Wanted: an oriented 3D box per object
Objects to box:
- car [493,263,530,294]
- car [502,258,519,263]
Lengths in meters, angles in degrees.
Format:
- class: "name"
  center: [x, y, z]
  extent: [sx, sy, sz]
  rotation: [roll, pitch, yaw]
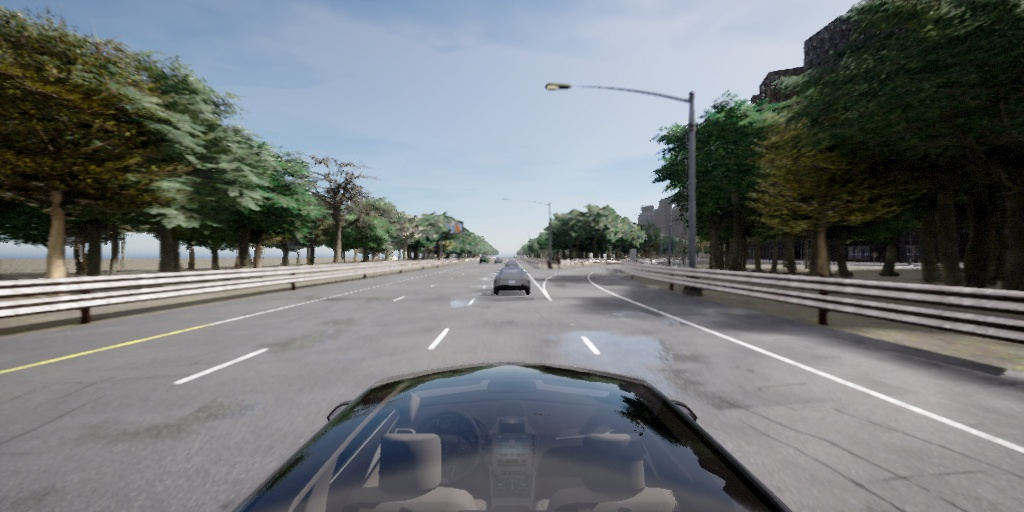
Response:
- class: "car"
  center: [-0.002, 1.304, 20.385]
  extent: [1.994, 1.385, 4.181]
  rotation: [0, 0, 0]
- class: "car"
  center: [-0.009, 1.287, 50.546]
  extent: [1.994, 1.385, 4.181]
  rotation: [0, 0, 0]
